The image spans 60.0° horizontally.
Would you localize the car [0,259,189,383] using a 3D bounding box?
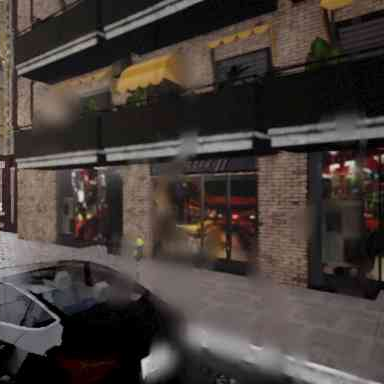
[{"bbox_3d":[-2.022,1.535,4.175,4.313,1.339,1.947,1,0,36],"label":"car"}]
